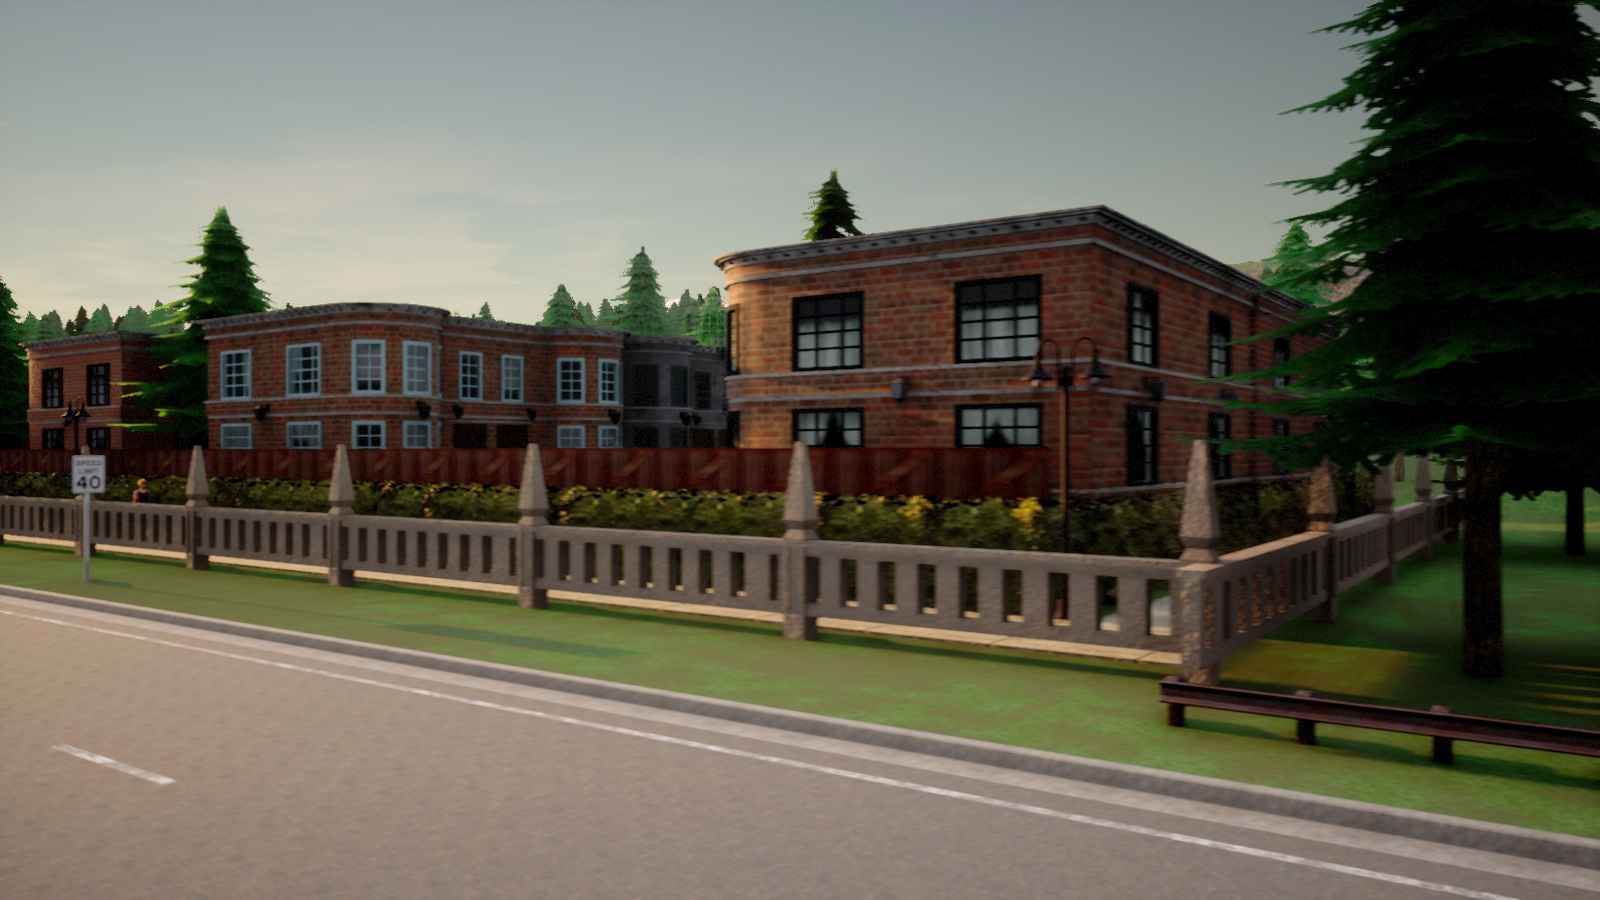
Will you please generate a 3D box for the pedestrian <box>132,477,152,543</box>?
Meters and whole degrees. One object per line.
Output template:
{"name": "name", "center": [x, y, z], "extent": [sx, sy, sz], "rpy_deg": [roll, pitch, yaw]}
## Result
{"name": "pedestrian", "center": [-18.865, 1.723, 32.735], "extent": [0.375, 1.860, 0.375], "rpy_deg": [0, 0, 35]}
